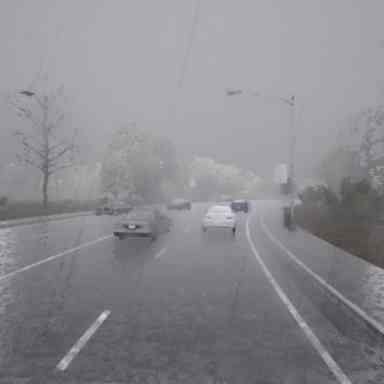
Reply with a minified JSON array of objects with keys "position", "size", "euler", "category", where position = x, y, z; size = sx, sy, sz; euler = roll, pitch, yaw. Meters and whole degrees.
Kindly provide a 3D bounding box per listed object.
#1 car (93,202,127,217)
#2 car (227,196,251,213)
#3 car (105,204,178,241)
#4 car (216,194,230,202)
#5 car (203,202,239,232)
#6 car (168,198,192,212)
[{"position":[-7.208,1.582,30.733],"size":[1.895,1.301,4.718],"euler":[0,0,12],"category":"car"},{"position":[5.573,1.516,37.871],"size":[1.882,1.535,5.008],"euler":[0,0,16],"category":"car"},{"position":[-2.282,1.547,16.752],"size":[2.033,1.411,5.357],"euler":[0,0,7],"category":"car"},{"position":[6.716,1.322,69.593],"size":[2.097,1.767,4.553],"euler":[0,0,26],"category":"car"},{"position":[1.757,1.541,20.155],"size":[1.812,1.442,4.674],"euler":[0,0,8],"category":"car"},{"position":[-1.473,1.483,39.341],"size":[1.882,1.535,5.008],"euler":[0,0,16],"category":"car"}]
